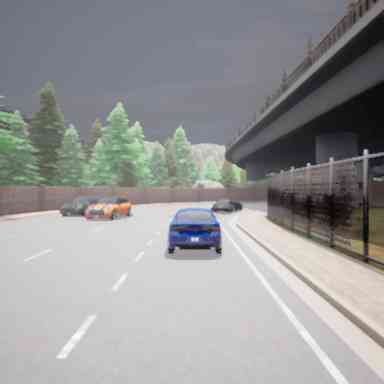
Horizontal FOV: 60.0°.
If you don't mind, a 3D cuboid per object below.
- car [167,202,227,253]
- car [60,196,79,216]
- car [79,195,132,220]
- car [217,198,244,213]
[{"bbox_3d":[0.102,1.364,13.208,1.882,1.535,5.008,0,1,0],"label":"car"},{"bbox_3d":[-9.149,1.109,28.320,2.097,1.767,4.553,0,1,15],"label":"car"},{"bbox_3d":[-6.243,1.135,25.327,2.097,1.767,4.553,0,1,11],"label":"car"},{"bbox_3d":[3.577,1.286,32.506,1.994,1.385,4.181,0,0,27],"label":"car"}]
